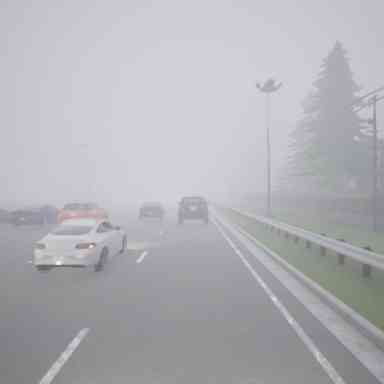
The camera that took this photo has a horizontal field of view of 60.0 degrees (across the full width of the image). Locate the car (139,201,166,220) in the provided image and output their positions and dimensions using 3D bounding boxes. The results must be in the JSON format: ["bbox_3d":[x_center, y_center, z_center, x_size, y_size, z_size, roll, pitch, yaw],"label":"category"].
[{"bbox_3d":[-3.398,1.566,29.130,1.882,1.535,5.008,0,0,0],"label":"car"}]

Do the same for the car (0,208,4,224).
[{"bbox_3d":[-13.898,1.634,22.777,1.994,1.385,4.181,0,0,0],"label":"car"}]

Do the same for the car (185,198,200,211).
[{"bbox_3d":[0.104,1.638,43.778,1.837,1.490,4.892,0,0,0],"label":"car"}]

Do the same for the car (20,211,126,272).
[{"bbox_3d":[-3.398,1.559,10.777,1.812,1.442,4.674,0,0,0],"label":"car"}]

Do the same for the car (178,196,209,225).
[{"bbox_3d":[0.113,1.298,25.138,2.150,2.045,5.566,0,0,0],"label":"car"}]

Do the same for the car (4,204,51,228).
[{"bbox_3d":[-10.396,1.547,22.876,1.882,1.535,5.008,0,0,0],"label":"car"}]

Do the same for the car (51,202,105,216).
[{"bbox_3d":[-6.898,1.417,21.413,2.097,1.767,4.553,0,0,0],"label":"car"}]
